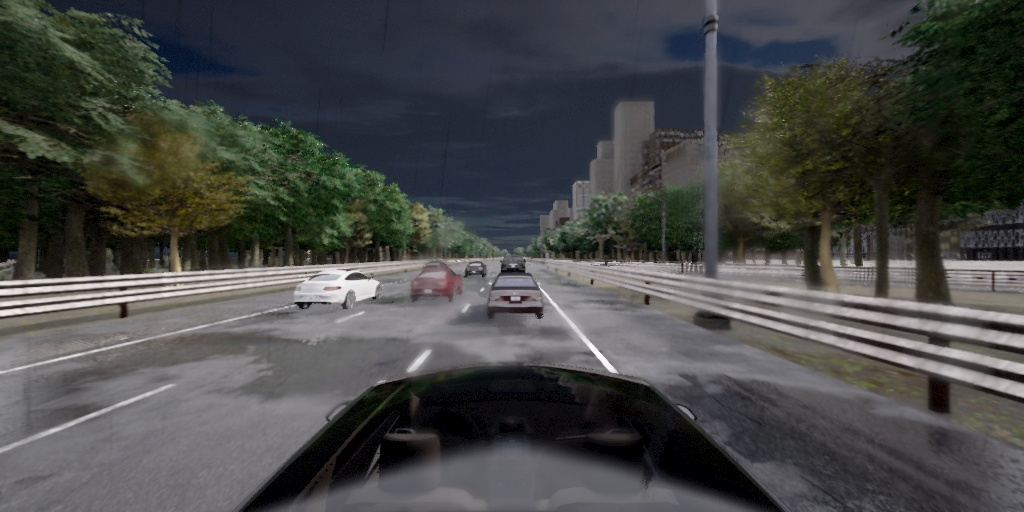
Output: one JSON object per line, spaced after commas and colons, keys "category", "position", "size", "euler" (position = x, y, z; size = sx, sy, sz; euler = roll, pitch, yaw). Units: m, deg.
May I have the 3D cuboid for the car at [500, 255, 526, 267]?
{"category": "car", "position": [0.095, 0.956, 32.425], "size": [2.150, 2.045, 5.566], "euler": [0, 0, 0]}

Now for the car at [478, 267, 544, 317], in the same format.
{"category": "car", "position": [0.101, 1.292, 13.016], "size": [2.033, 1.411, 5.357], "euler": [0, 0, 0]}

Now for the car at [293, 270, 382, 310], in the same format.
{"category": "car", "position": [-6.902, 1.270, 14.608], "size": [1.812, 1.442, 4.674], "euler": [0, 0, 0]}

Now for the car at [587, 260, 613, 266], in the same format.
{"category": "car", "position": [13.180, 1.328, 54.423], "size": [1.837, 1.490, 4.892], "euler": [-1, 1, -28]}

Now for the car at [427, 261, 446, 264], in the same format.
{"category": "car", "position": [-6.901, 1.239, 33.125], "size": [1.837, 1.490, 4.892], "euler": [0, 0, 0]}

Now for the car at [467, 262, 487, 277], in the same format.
{"category": "car", "position": [-3.404, 1.259, 34.315], "size": [1.812, 1.442, 4.674], "euler": [0, 0, 0]}

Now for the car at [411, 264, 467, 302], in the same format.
{"category": "car", "position": [-3.417, 1.269, 16.849], "size": [1.812, 1.442, 4.674], "euler": [0, 0, 0]}
